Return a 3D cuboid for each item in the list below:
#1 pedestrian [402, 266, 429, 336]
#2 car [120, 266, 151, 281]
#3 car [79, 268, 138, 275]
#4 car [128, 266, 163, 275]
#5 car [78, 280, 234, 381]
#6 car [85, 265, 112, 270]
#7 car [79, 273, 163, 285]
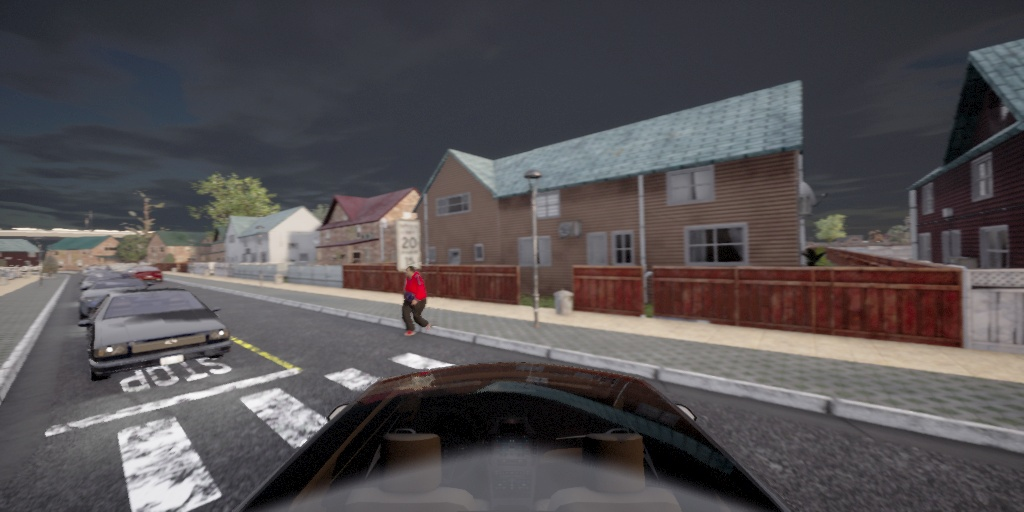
[{"bbox_3d":[-2.423,1.033,8.965,0.375,1.860,0.375,-2,0,40],"label":"pedestrian"},{"bbox_3d":[-41.415,1.904,39.396,4.181,1.385,1.994,-1,1,40],"label":"car"},{"bbox_3d":[-23.992,1.669,21.170,5.357,1.411,2.033,-1,1,40],"label":"car"},{"bbox_3d":[-33.823,1.707,33.129,5.008,1.535,1.882,-1,1,40],"label":"car"},{"bbox_3d":[-7.880,1.424,7.834,5.357,1.411,2.033,-1,1,39],"label":"car"},{"bbox_3d":[-35.721,1.537,30.983,4.902,1.511,2.128,-1,1,40],"label":"car"},{"bbox_3d":[-15.548,1.559,14.186,4.181,1.385,1.994,-1,1,40],"label":"car"}]
